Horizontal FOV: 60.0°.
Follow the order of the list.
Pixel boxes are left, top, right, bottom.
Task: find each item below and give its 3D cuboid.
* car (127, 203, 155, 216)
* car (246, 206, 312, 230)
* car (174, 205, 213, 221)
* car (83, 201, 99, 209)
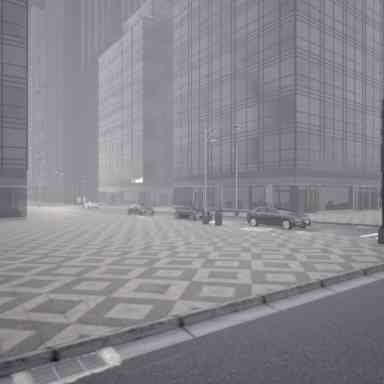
[{"bbox_3d":[-6.187,2.070,39.746,1.812,1.442,4.674,0,-1,-36],"label":"car"},{"bbox_3d":[5.897,1.732,23.058,1.837,1.490,4.892,0,-1,-36],"label":"car"},{"bbox_3d":[0.086,1.943,31.065,1.994,1.385,4.181,0,-1,-37],"label":"car"},{"bbox_3d":[-19.171,2.493,63.095,1.812,1.442,4.674,0,-1,-36],"label":"car"}]
